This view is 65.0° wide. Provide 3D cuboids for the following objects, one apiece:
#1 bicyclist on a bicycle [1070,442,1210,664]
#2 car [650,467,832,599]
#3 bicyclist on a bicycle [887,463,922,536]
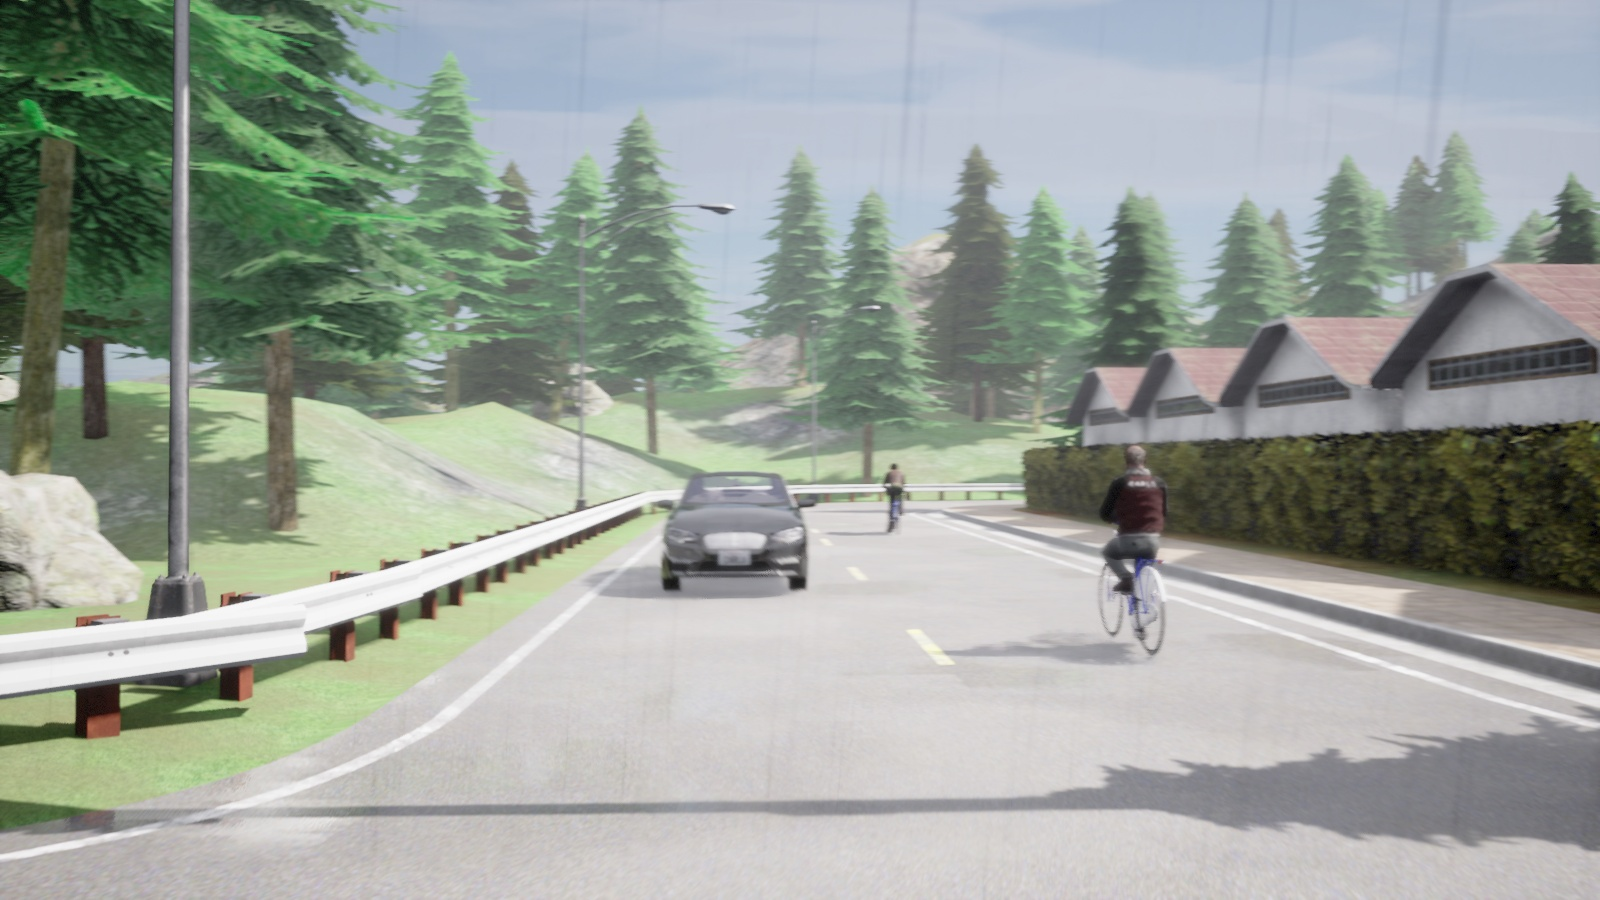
[{"bbox_3d":[2.933,0.835,11.022,0.659,1.776,1.843,0,-1,-2],"label":"bicyclist on a bicycle"},{"bbox_3d":[-0.765,1.004,17.153,2.128,1.511,4.902,0,-1,-2],"label":"car"},{"bbox_3d":[2.372,1.111,28.653,0.582,1.620,1.656,0,-1,-2],"label":"bicyclist on a bicycle"}]
